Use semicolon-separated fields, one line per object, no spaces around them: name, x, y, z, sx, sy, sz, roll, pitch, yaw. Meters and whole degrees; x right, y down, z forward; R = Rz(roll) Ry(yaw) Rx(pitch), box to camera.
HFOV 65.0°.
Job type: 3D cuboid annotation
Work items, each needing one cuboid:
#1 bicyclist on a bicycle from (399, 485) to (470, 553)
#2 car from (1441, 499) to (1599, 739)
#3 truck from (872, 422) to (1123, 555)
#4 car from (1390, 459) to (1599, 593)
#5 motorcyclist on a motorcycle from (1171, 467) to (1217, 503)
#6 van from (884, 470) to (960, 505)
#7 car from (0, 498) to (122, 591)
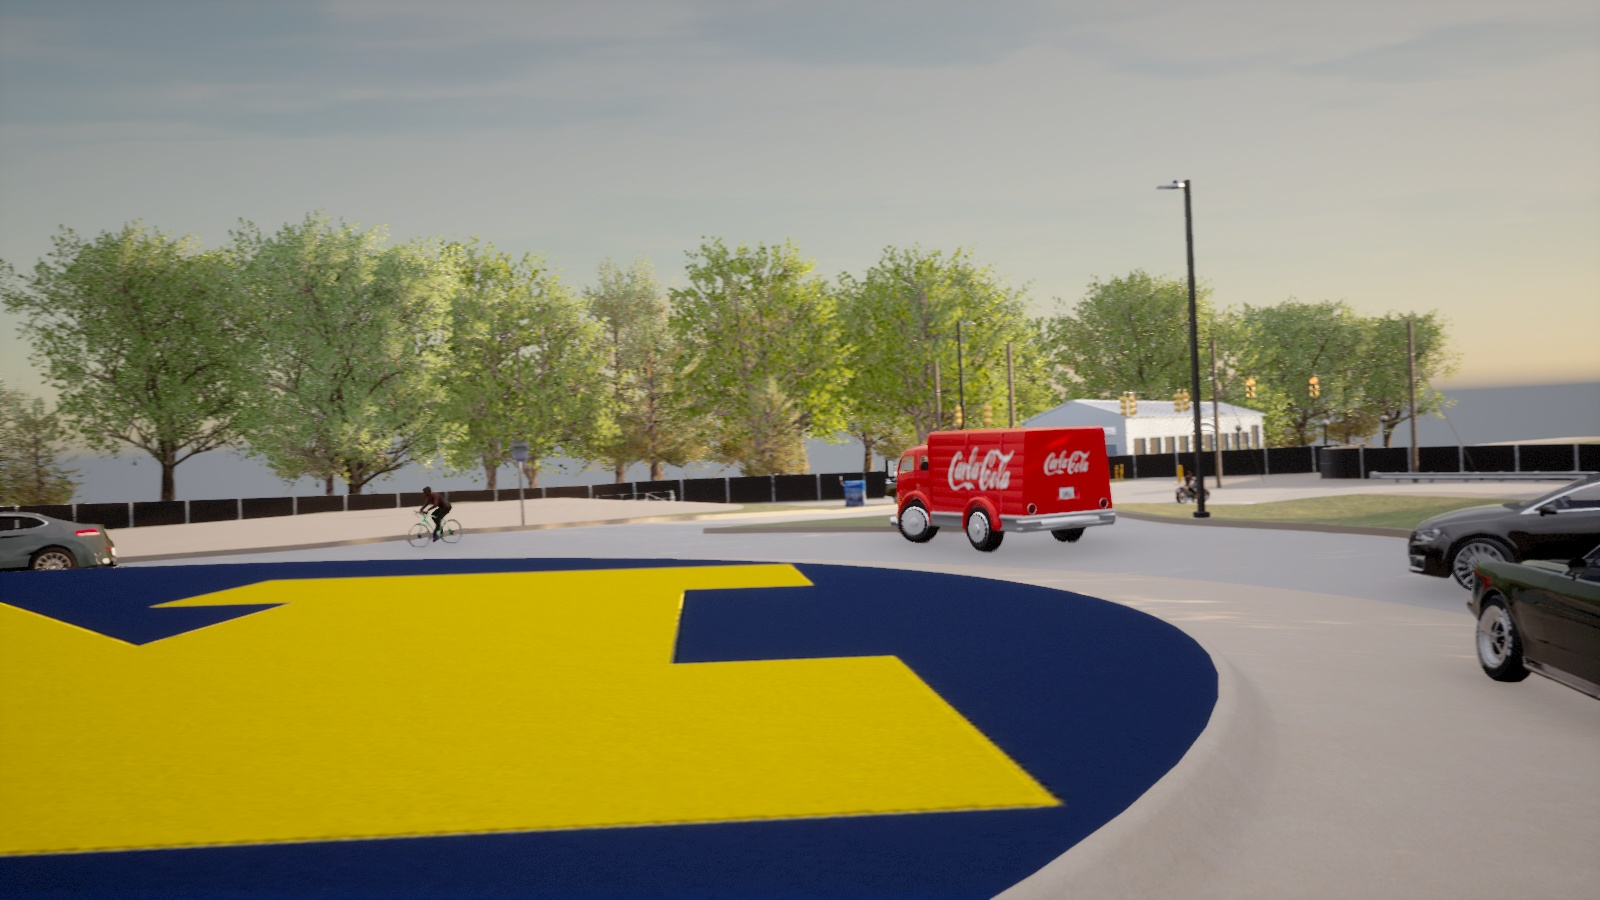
bicyclist on a bicycle;-9.752;1.826;33.565;0.582;1.620;1.656;-1;3;42
car;5.688;1.083;7.591;1.895;1.301;4.718;4;0;11
truck;4.091;0.761;27.082;2.627;2.467;5.204;-3;1;-29
car;10.313;0.908;15.735;4.902;1.511;2.128;-3;0;36
motorcyclist on a motorcycle;19.536;1.737;62.238;2.350;1.649;0.766;-3;1;-33
van;7.675;2.316;78.784;4.480;2.038;2.069;0;2;14
car;-16.921;2.072;25.737;5.027;1.651;2.152;-4;-5;-22
